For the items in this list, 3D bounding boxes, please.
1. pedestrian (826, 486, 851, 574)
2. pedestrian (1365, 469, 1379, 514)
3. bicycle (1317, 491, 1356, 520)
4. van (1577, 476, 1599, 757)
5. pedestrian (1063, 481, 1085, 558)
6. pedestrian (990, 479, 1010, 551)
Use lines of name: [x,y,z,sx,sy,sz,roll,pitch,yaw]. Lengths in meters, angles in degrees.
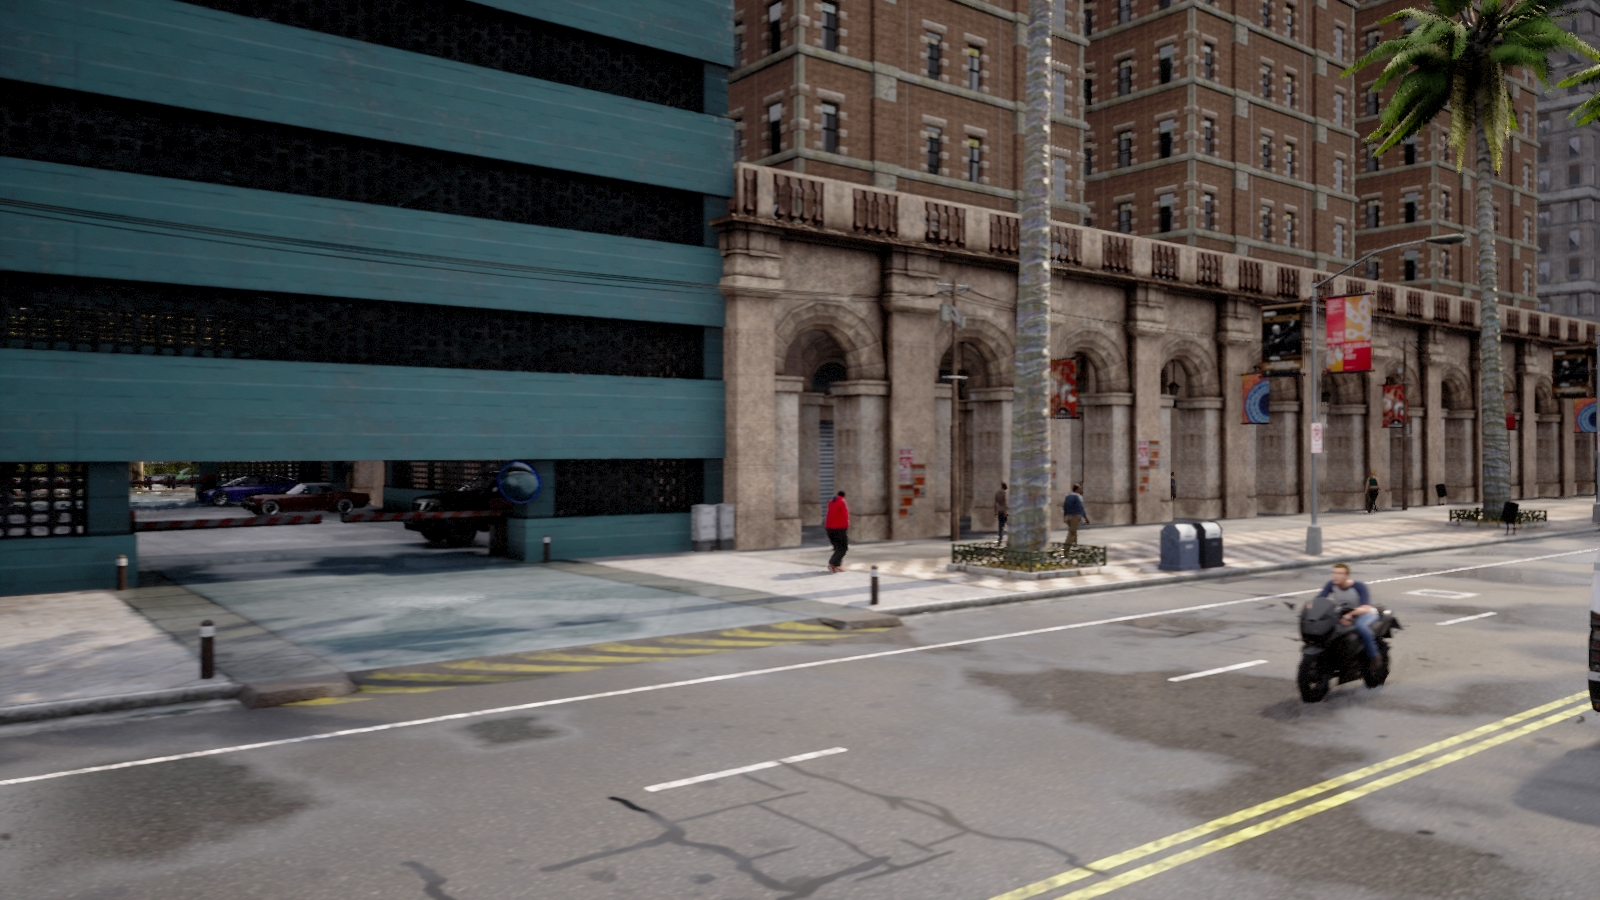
pedestrian: [0.821,1.700,24.484,0.375,1.860,0.375,0,0,-34]
pedestrian: [23.702,1.700,47.304,0.375,1.860,0.375,0,0,-31]
bicycle: [21.877,2.259,46.563,1.487,1.080,0.859,0,0,-38]
van: [10.174,1.535,11.653,5.915,2.561,1.988,0,0,-38]
pedestrian: [6.739,1.698,28.151,0.375,1.860,0.375,0,0,-28]
pedestrian: [5.238,1.698,29.956,0.375,1.860,0.375,0,0,-38]
